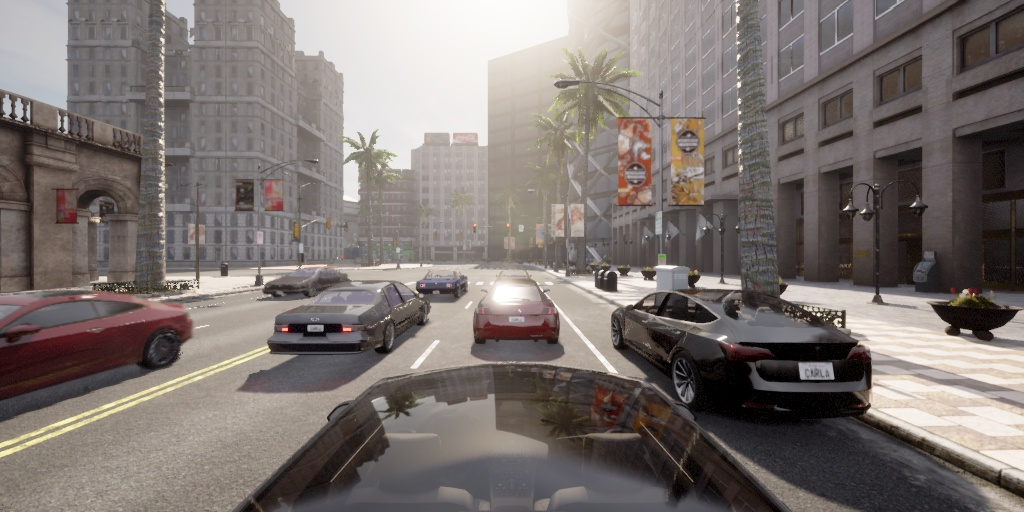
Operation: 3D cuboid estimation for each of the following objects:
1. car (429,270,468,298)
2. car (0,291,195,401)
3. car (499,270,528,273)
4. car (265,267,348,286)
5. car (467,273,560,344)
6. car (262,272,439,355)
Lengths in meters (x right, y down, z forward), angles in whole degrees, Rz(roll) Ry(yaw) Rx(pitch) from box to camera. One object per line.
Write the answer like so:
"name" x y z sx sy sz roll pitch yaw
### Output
"car" -3.410 1.351 18.374 1.895 1.301 4.718 0 0 0
"car" -7.085 1.276 5.088 1.812 1.442 4.674 0 0 0
"car" 0.090 1.351 18.418 1.895 1.301 4.718 0 0 0
"car" -10.525 1.298 18.943 2.033 1.411 5.357 0 0 0
"car" 0.096 1.314 9.610 1.994 1.385 4.181 0 0 0
"car" -3.406 1.297 8.725 2.033 1.411 5.357 0 0 0
